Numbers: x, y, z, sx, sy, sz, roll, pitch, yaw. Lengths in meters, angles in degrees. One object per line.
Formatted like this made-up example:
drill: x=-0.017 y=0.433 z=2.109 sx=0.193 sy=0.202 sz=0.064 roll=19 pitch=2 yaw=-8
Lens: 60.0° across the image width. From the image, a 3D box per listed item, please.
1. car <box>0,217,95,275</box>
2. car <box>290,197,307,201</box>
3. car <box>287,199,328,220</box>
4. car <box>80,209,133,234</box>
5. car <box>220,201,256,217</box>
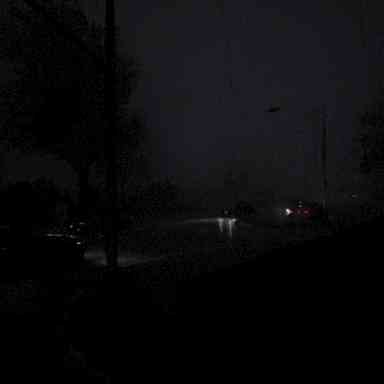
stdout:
car: x=-5.367 y=1.652 z=9.438 sx=1.812 sy=1.442 sz=4.674 roll=-1 pitch=-1 yaw=39
car: x=15.319 y=1.505 z=47.714 sx=2.097 sy=1.767 sz=4.553 roll=-1 pitch=0 yaw=35
car: x=10.228 y=1.650 z=29.061 sx=2.033 sy=1.411 sz=5.357 roll=-1 pitch=0 yaw=38
car: x=-5.640 y=1.779 z=20.475 sx=1.994 sy=1.385 sz=4.181 roll=-1 pitch=-1 yaw=39
car: x=4.719 y=1.681 z=33.582 sx=2.128 sy=1.511 sz=4.902 roll=-1 pitch=0 yaw=38
